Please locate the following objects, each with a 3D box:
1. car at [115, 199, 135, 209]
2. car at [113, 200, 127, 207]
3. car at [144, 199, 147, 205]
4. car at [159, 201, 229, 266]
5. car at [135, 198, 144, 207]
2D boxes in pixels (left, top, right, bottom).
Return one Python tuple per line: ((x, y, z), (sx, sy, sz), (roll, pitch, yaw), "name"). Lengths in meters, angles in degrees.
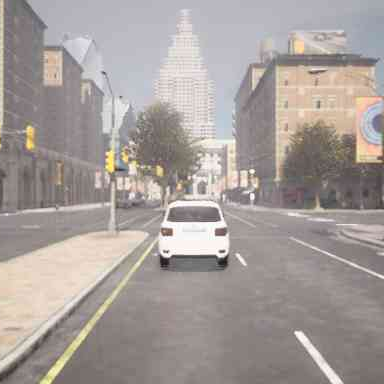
((-11.673, 2.074, 57.377), (1.837, 1.490, 4.892), (0, -1, 0), "car")
((-14.891, 2.277, 68.756), (1.895, 1.301, 4.718), (0, -1, 0), "car")
((-11.660, 2.269, 77.612), (1.837, 1.490, 4.892), (0, -1, 0), "car")
((0.062, 1.344, 12.176), (2.150, 2.045, 5.566), (0, 0, 0), "car")
((-11.639, 2.269, 67.430), (1.895, 1.301, 4.718), (0, -1, 0), "car")
